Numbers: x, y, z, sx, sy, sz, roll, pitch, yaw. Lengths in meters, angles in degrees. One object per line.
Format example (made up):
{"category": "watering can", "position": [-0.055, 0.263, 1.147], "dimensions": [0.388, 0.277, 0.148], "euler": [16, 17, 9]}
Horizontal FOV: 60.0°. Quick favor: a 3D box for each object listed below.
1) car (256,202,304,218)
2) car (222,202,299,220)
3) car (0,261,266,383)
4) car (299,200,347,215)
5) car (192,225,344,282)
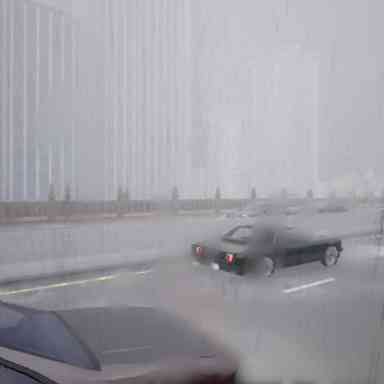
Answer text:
{"category": "car", "position": [8.379, 1.648, 31.480], "dimensions": [4.718, 1.301, 1.895], "euler": [0, 0, -35]}
{"category": "car", "position": [3.898, 1.379, 19.679], "dimensions": [4.553, 1.767, 2.097], "euler": [0, 0, -36]}
{"category": "car", "position": [-2.065, 1.546, 2.267], "dimensions": [5.357, 1.411, 2.033], "euler": [0, 0, -36]}
{"category": "car", "position": [11.838, 1.529, 29.647], "dimensions": [5.008, 1.535, 1.882], "euler": [0, 0, -35]}
{"category": "car", "position": [2.404, 1.615, 9.767], "dimensions": [4.718, 1.301, 1.895], "euler": [0, 0, -36]}
